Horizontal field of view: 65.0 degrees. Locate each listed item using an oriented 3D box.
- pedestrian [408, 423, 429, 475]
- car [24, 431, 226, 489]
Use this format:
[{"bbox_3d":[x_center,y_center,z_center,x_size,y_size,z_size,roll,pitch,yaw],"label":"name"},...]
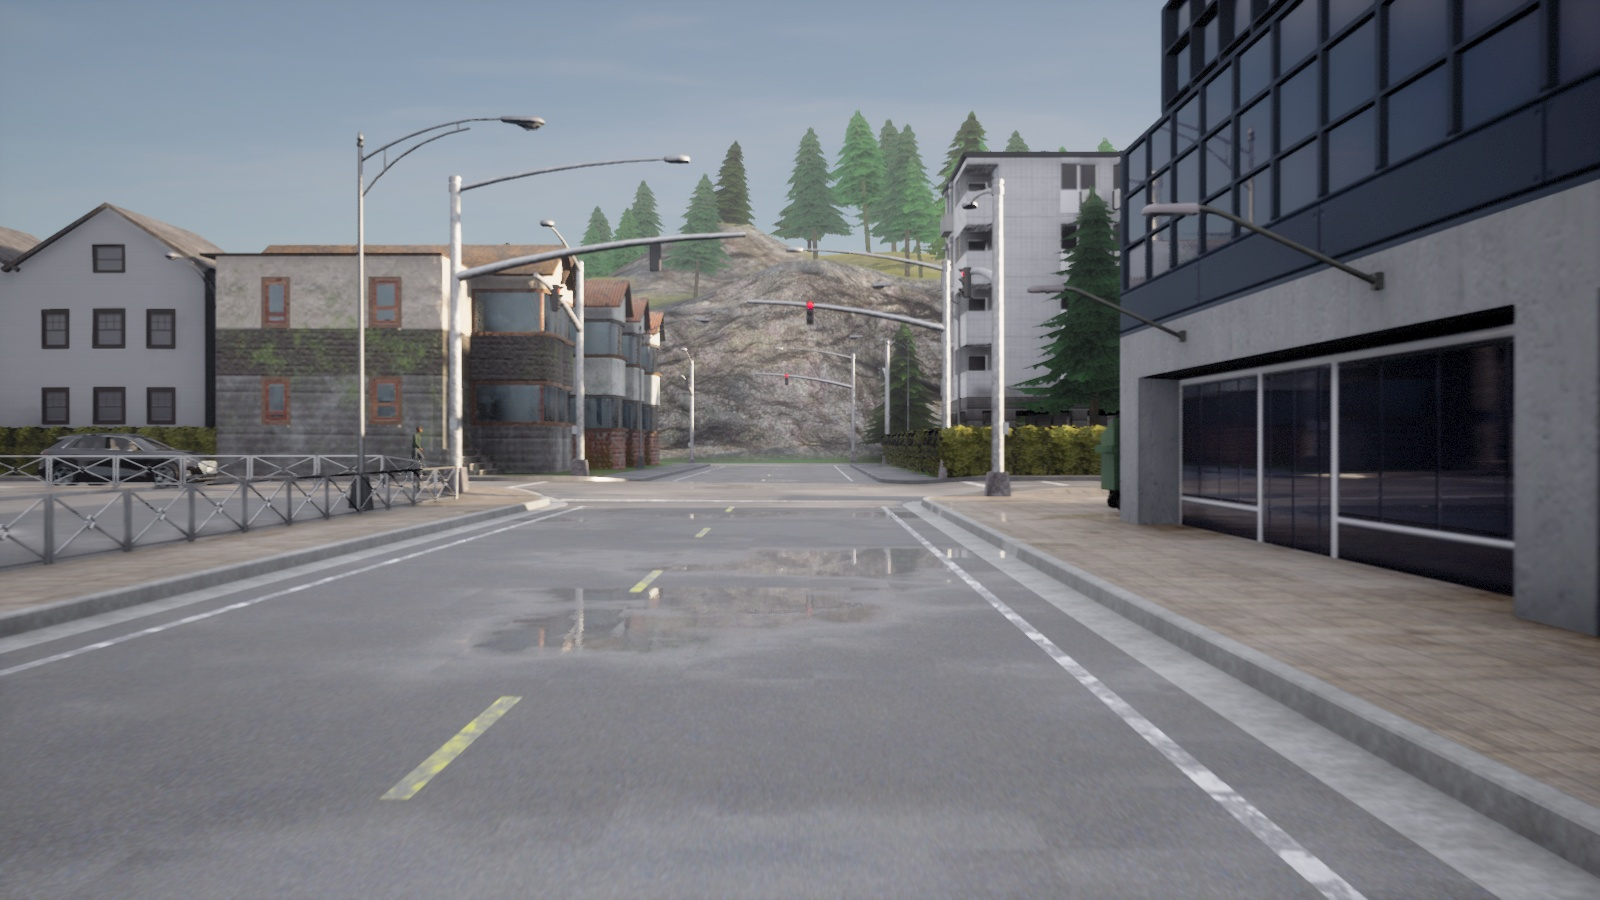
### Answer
[{"bbox_3d":[-13.466,-0.033,44.320,0.614,1.847,0.353,0,0,11],"label":"pedestrian"},{"bbox_3d":[-19.791,0.276,36.979,4.856,1.649,2.033,0,0,0],"label":"car"}]
